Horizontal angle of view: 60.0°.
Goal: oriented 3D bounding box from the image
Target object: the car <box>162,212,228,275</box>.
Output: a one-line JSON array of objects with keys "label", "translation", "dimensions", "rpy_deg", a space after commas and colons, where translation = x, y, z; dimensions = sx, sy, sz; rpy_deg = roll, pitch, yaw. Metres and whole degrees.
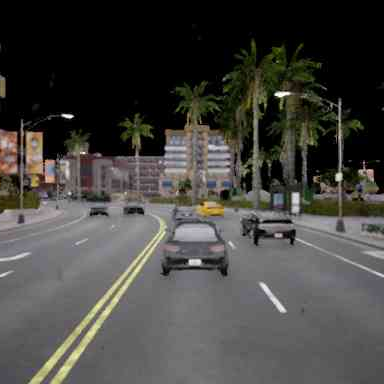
[{"label": "car", "translation": [0.086, 1.595, 10.616], "dimensions": [1.812, 1.442, 4.674], "rpy_deg": [0, 0, 0]}]

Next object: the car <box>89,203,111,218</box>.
[{"label": "car", "translation": [-9.252, 1.765, 33.499], "dimensions": [2.033, 1.411, 5.357], "rpy_deg": [0, 0, -14]}]

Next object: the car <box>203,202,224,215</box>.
[{"label": "car", "translation": [1.718, 1.693, 32.989], "dimensions": [1.882, 1.535, 5.008], "rpy_deg": [0, 0, -11]}]

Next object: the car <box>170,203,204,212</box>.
[{"label": "car", "translation": [-0.685, 1.721, 26.473], "dimensions": [2.033, 1.411, 5.357], "rpy_deg": [0, 0, -7]}]

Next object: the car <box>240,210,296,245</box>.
[{"label": "car", "translation": [3.543, 1.598, 16.168], "dimensions": [2.128, 1.511, 4.902], "rpy_deg": [0, 0, -1]}]

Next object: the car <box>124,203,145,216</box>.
[{"label": "car", "translation": [-6.176, 1.832, 35.428], "dimensions": [1.895, 1.301, 4.718], "rpy_deg": [0, 0, -16]}]
